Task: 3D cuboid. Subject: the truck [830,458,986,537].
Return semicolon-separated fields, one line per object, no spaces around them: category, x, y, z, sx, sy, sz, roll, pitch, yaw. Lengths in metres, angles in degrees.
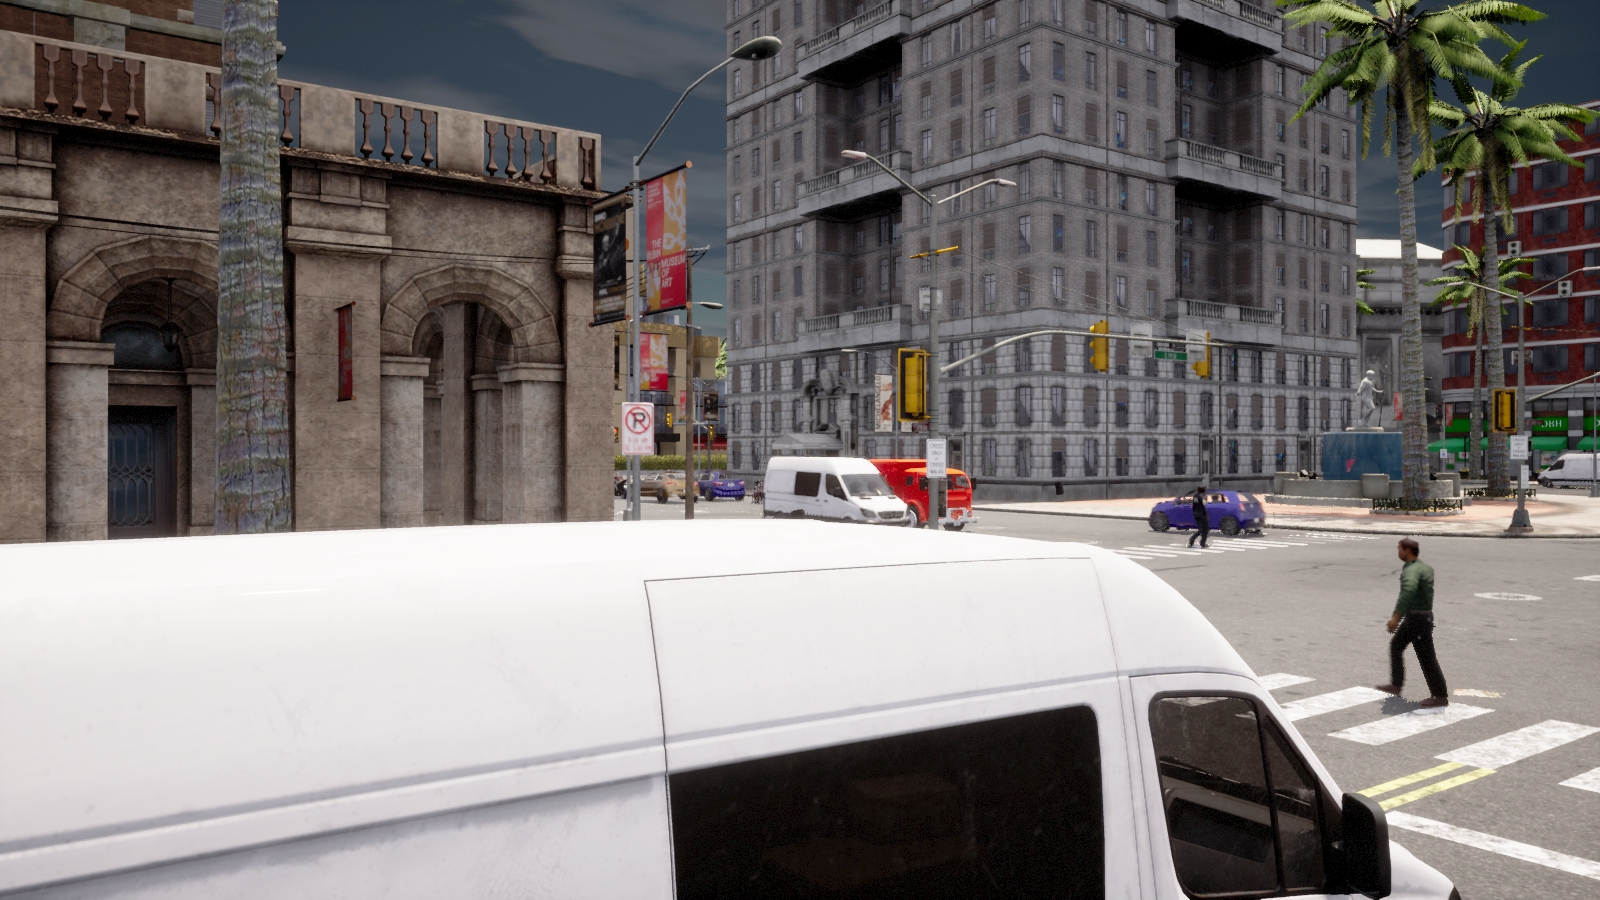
truck;3.647;1.555;39.545;2.627;2.467;5.204;0;0;-35

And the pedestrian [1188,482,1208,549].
pedestrian;11.250;1.838;32.286;0.375;1.860;0.375;0;0;-14

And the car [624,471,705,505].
car;-7.297;1.980;61.103;2.152;1.651;5.027;0;0;-36

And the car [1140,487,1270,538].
car;13.407;2.025;37.921;1.845;1.501;3.633;0;0;-42

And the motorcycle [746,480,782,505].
motorcycle;-1.860;2.192;59.247;0.867;1.251;2.209;0;0;-33

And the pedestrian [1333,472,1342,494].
pedestrian;31.862;1.952;67.683;0.375;1.300;0.375;0;0;44

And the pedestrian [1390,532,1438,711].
pedestrian;6.655;1.844;12.387;0.375;1.860;0.375;0;0;42

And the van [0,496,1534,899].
van;0.019;1.533;3.806;5.915;2.561;1.988;0;0;-35

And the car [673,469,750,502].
car;-4.974;1.955;63.788;2.242;1.667;4.611;0;0;-35

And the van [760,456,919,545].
van;1.147;1.523;37.035;1.988;2.561;5.915;0;0;-35
